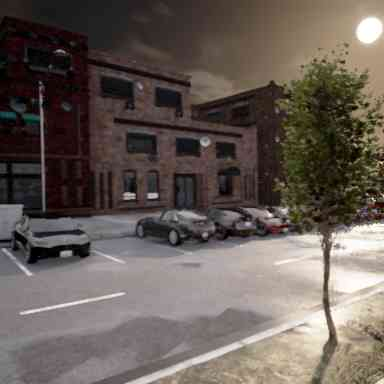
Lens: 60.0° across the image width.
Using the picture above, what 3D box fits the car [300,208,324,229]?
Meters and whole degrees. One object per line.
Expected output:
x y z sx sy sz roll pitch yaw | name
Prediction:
5.464 1.595 20.911 2.002 1.452 4.674 0 0 -39 | car

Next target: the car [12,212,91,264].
-5.345 1.538 12.364 2.163 1.488 4.792 0 0 -36 | car

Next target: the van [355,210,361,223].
9.556 1.336 24.528 1.878 1.987 4.442 0 0 -41 | van

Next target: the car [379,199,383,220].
13.649 1.589 27.942 2.163 1.488 4.792 0 0 -42 | car

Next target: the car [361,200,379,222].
11.679 1.601 26.222 2.002 1.452 4.674 0 0 -41 | car

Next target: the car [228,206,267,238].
1.210 1.571 17.488 2.163 1.488 4.792 0 0 -38 | car

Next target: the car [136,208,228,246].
-0.914 1.533 15.770 2.231 1.521 4.892 0 0 -37 | car

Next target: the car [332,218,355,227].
7.676 1.555 22.520 1.946 1.575 5.366 0 0 -40 | car

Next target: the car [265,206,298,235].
3.373 1.579 19.153 2.163 1.488 4.792 0 0 -39 | car
